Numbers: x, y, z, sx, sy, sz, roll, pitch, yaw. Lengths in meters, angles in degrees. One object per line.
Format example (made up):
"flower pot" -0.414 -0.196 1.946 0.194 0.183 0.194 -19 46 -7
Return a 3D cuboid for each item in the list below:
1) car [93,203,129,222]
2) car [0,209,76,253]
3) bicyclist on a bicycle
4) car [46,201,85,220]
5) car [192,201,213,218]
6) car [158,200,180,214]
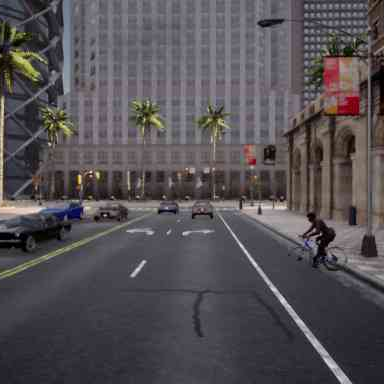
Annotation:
"car" -6.354 1.562 26.564 1.994 1.385 4.181 0 0 2
"car" -6.787 1.600 13.835 1.895 1.301 4.718 0 0 2
"bicyclist on a bicycle" 3.484 1.400 9.254 1.656 1.620 0.582 0 0 1
"car" -9.890 1.476 25.583 1.882 1.535 5.008 0 0 2
"car" 0.964 1.545 30.470 2.033 1.411 5.357 0 0 2
"car" -2.425 1.562 34.956 1.994 1.385 4.181 0 0 2
